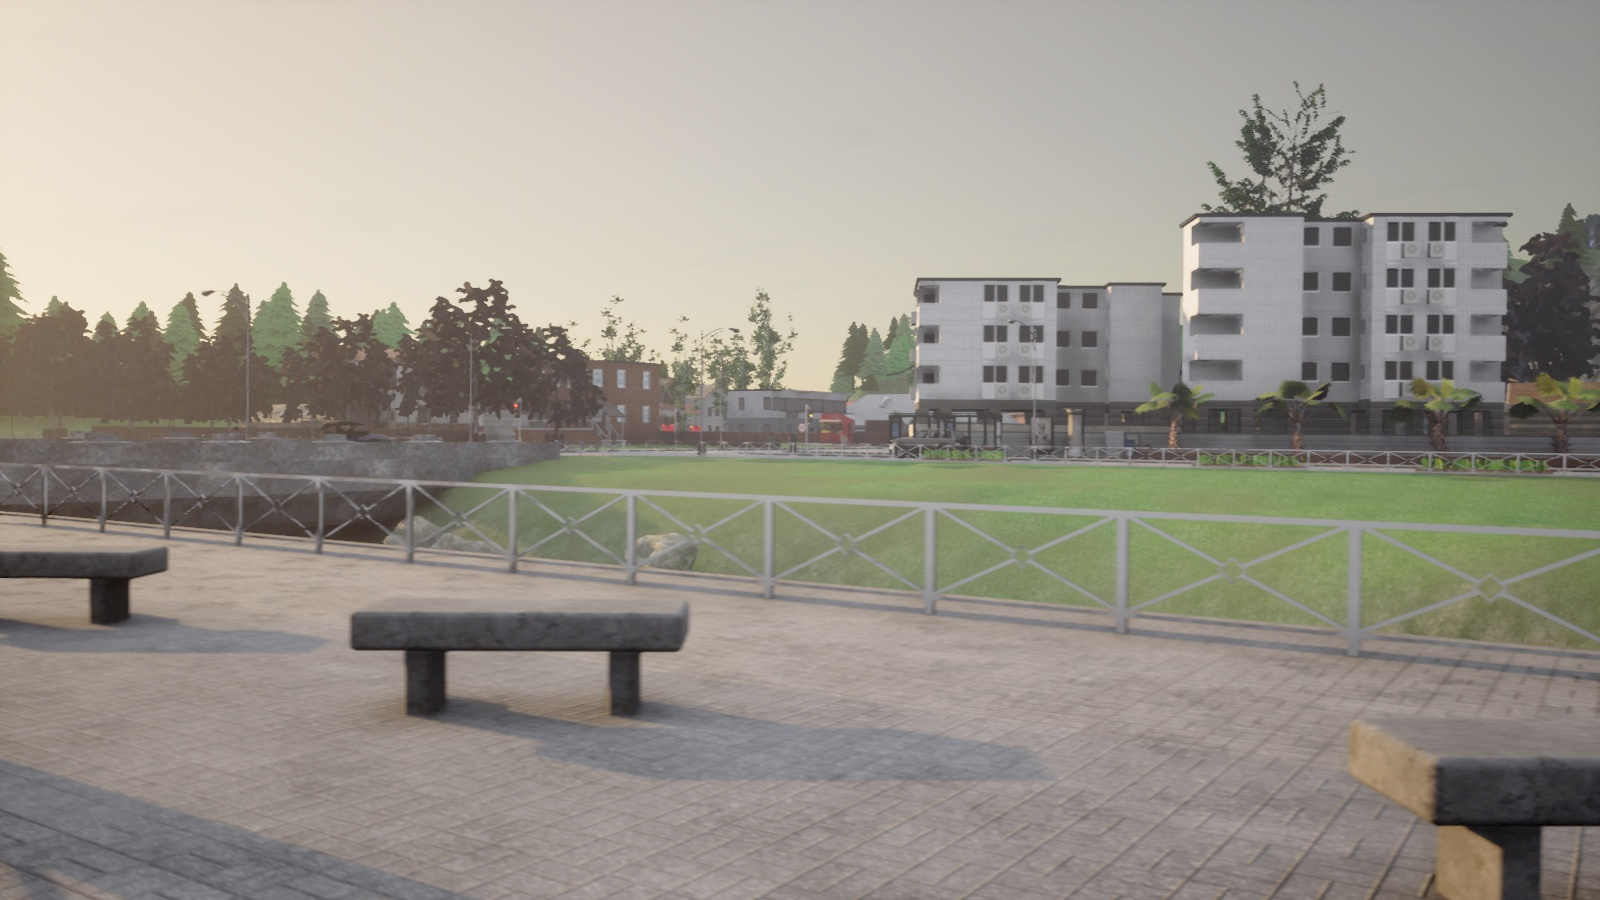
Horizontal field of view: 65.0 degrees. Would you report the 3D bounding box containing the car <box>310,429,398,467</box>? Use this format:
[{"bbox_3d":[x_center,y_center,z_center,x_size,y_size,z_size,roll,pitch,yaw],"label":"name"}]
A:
[{"bbox_3d":[-22.854,-0.145,64.471,1.905,1.878,3.866,0,1,33],"label":"car"}]

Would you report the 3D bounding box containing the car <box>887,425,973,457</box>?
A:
[{"bbox_3d":[7.563,-0.521,73.280,4.605,1.855,1.932,0,1,34],"label":"car"}]
